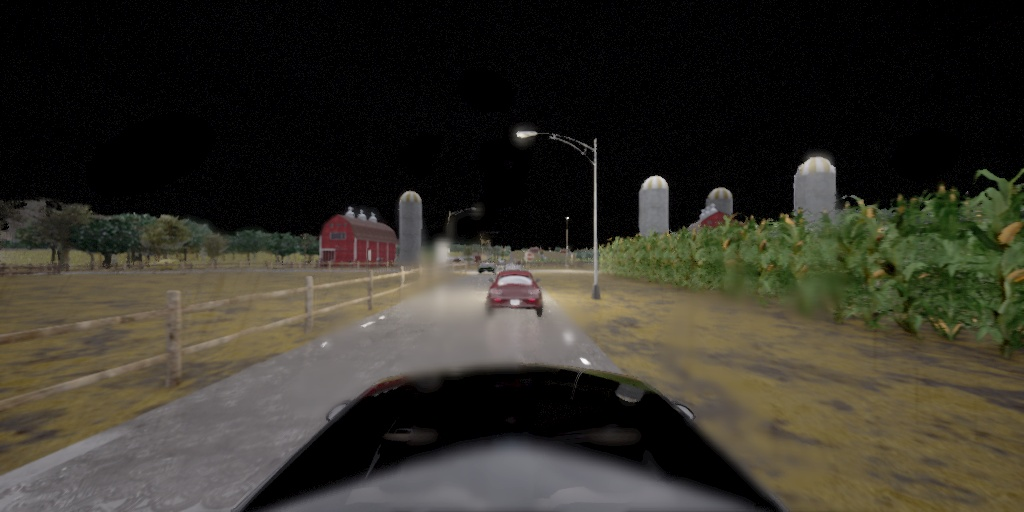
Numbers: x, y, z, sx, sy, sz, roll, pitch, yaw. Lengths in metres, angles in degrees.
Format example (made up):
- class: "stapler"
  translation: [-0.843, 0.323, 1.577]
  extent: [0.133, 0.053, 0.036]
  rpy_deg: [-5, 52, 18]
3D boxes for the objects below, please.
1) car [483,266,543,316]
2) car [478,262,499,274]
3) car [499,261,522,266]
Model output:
- class: "car"
  translation: [0.100, 1.237, 13.085]
  extent: [1.812, 1.442, 4.674]
  rpy_deg: [0, 0, 0]
- class: "car"
  translation: [-2.734, 1.344, 39.960]
  extent: [1.895, 1.301, 4.718]
  rpy_deg: [0, 0, 0]
- class: "car"
  translation: [0.100, 1.308, 29.988]
  extent: [1.895, 1.301, 4.718]
  rpy_deg: [0, 0, 0]
